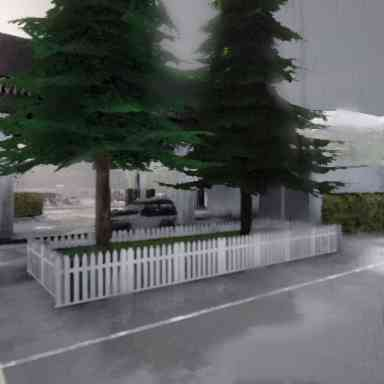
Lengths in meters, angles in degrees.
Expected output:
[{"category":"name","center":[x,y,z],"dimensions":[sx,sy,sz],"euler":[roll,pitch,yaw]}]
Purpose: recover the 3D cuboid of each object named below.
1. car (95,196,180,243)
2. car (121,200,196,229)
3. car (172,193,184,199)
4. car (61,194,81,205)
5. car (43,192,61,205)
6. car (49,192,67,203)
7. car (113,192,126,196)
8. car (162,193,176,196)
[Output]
[{"category":"car","center":[-2.407,1.270,15.696],"dimensions":[3.866,1.878,1.905],"euler":[0,0,-36]},{"category":"car","center":[-2.236,1.414,22.827],"dimensions":[4.611,1.667,2.242],"euler":[0,0,-36]},{"category":"car","center":[-3.959,1.087,95.232],"dimensions":[1.845,1.501,3.633],"euler":[0,0,-36]},{"category":"car","center":[-18.775,1.274,52.090],"dimensions":[1.970,1.475,3.806],"euler":[0,0,-36]},{"category":"car","center":[-21.823,1.008,50.625],"dimensions":[1.905,1.878,3.866],"euler":[0,0,-36]},{"category":"car","center":[-23.801,1.011,58.919],"dimensions":[1.932,1.855,4.605],"euler":[0,0,-36]},{"category":"car","center":[-13.315,1.145,65.682],"dimensions":[2.007,1.523,4.514],"euler":[0,0,-36]},{"category":"car","center":[-5.214,1.113,71.533],"dimensions":[1.845,1.501,3.633],"euler":[0,0,-36]}]
